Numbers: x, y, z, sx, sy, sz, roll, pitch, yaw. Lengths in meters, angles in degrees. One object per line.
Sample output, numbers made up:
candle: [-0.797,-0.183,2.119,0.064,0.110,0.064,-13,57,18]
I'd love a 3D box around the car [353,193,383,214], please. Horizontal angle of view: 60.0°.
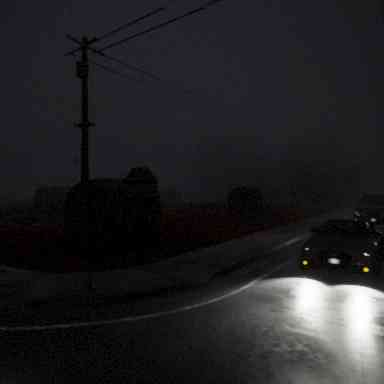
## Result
car: [11.413,1.158,20.565,2.150,2.045,5.566,0,1,33]

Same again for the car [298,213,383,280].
car: [4.637,1.543,10.025,1.994,1.385,4.181,0,0,33]

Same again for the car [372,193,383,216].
car: [18.763,1.113,31.964,2.150,2.045,5.566,0,1,33]
